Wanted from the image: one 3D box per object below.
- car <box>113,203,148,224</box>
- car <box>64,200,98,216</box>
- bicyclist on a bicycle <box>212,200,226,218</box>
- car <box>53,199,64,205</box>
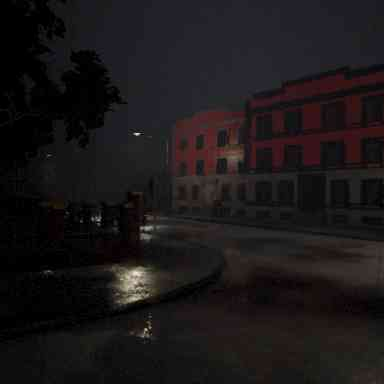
[{"bbox_3d":[-5.034,1.589,25.098,1.837,1.490,4.892,1,0,-36],"label":"car"},{"bbox_3d":[-11.019,1.562,33.489,1.882,1.535,5.008,1,0,-36],"label":"car"},{"bbox_3d":[2.394,1.500,29.148,1.656,1.620,0.582,0,0,-36],"label":"bicyclist on a bicycle"},{"bbox_3d":[-16.959,1.610,41.859,1.812,1.442,4.674,1,0,-35],"label":"car"}]
